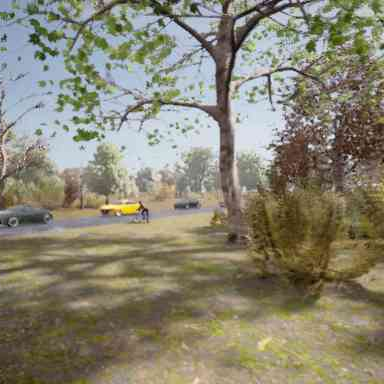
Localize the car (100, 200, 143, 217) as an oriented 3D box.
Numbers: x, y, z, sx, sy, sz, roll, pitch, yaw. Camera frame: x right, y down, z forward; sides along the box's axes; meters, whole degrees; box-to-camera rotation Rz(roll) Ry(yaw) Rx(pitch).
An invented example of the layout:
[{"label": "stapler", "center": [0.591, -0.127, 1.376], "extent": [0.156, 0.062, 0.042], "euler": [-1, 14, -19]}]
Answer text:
[{"label": "car", "center": [-6.833, 1.531, 32.454], "extent": [1.882, 1.535, 5.008], "euler": [0, 0, 27]}]

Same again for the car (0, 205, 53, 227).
[{"label": "car", "center": [-11.750, 1.599, 22.920], "extent": [1.994, 1.385, 4.181], "euler": [0, 0, 27]}]

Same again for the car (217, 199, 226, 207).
[{"label": "car", "center": [5.555, 1.624, 49.527], "extent": [2.033, 1.411, 5.357], "euler": [0, 0, 28]}]

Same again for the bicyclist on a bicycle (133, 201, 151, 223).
[{"label": "bicyclist on a bicycle", "center": [-3.711, 1.484, 24.655], "extent": [1.656, 1.620, 0.582], "euler": [0, 0, 27]}]

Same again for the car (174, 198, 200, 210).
[{"label": "car", "center": [-0.645, 1.552, 44.412], "extent": [1.882, 1.535, 5.008], "euler": [0, 0, 28]}]
